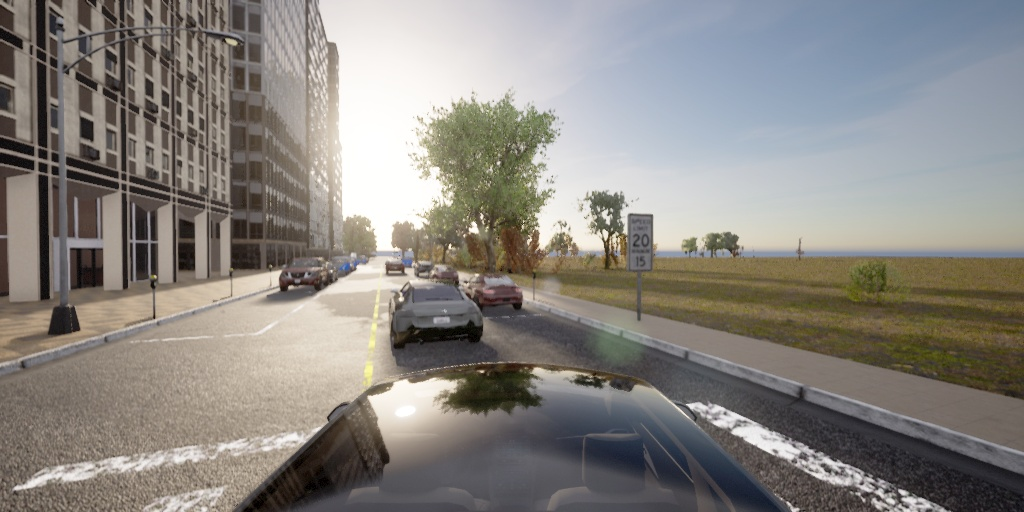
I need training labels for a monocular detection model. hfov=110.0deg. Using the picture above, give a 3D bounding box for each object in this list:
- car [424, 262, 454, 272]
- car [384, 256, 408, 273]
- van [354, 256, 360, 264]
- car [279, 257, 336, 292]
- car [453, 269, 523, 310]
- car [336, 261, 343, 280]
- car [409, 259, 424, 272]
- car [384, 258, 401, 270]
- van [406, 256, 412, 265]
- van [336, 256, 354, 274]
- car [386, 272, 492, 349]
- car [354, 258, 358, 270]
[{"bbox_3d":[-4.651,1.255,24.222,1.802,1.307,4.207,0,0,-20],"label":"car"},{"bbox_3d":[-12.789,1.103,39.228,1.882,1.535,5.008,0,0,-19],"label":"car"},{"bbox_3d":[-21.459,0.942,47.495,1.690,1.789,3.998,0,0,-20],"label":"van"},{"bbox_3d":[-12.192,1.001,21.351,2.192,1.841,5.009,0,0,-20],"label":"car"},{"bbox_3d":[-0.878,1.290,13.800,1.802,1.307,4.207,0,0,-20],"label":"car"},{"bbox_3d":[-14.020,1.235,26.589,1.948,1.339,4.313,0,0,-20],"label":"car"},{"bbox_3d":[-8.475,1.190,34.624,2.007,1.370,4.403,0,0,-20],"label":"car"},{"bbox_3d":[-16.309,1.085,48.912,2.128,1.511,4.902,0,0,-19],"label":"car"},{"bbox_3d":[-17.821,0.894,60.706,1.690,1.789,3.998,0,0,-20],"label":"van"},{"bbox_3d":[-17.717,0.976,37.050,1.690,1.789,3.998,0,0,-20],"label":"van"},{"bbox_3d":[-2.124,1.289,9.286,1.994,1.385,4.181,0,0,-20],"label":"car"},{"bbox_3d":[-19.588,1.200,42.272,1.802,1.307,4.207,0,0,-20],"label":"car"}]
